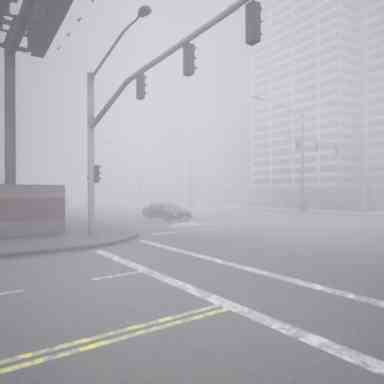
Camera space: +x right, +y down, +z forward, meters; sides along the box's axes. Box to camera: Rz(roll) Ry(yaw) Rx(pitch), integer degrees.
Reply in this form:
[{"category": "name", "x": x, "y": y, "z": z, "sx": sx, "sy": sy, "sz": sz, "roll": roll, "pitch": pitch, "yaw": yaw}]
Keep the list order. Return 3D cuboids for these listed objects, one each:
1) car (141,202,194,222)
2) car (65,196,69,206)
[{"category": "car", "x": -2.080, "y": 1.495, "z": 25.903, "sx": 2.033, "sy": 1.411, "sz": 5.357, "roll": 0, "pitch": 0, "yaw": -35}, {"category": "car", "x": -21.394, "y": 1.165, "z": 53.289, "sx": 2.150, "sy": 2.045, "sz": 5.566, "roll": 0, "pitch": 1, "yaw": -35}]
